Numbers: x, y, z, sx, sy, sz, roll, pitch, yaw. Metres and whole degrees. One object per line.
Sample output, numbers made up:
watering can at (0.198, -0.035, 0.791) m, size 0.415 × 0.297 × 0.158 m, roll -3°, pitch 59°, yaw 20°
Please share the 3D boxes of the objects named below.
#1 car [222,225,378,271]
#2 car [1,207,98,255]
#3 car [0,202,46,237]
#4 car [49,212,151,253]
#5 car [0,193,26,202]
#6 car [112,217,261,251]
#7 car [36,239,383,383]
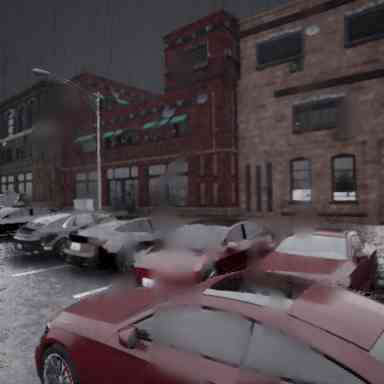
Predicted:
car at (2.771, 1.515, 7.186) m, size 2.002 × 1.452 × 4.674 m, roll 1°, pitch 0°, yaw 36°
car at (-3.774, 1.410, 12.111) m, size 2.231 × 1.521 × 4.892 m, roll 1°, pitch 0°, yaw 38°
car at (-8.162, 1.385, 15.573) m, size 2.163 × 1.488 × 4.792 m, roll 1°, pitch 0°, yaw 40°
car at (-1.589, 1.462, 10.472) m, size 2.163 × 1.488 × 4.792 m, roll 1°, pitch 0°, yaw 38°
car at (-12.359, 1.067, 19.072) m, size 2.435 × 2.045 × 5.566 m, roll 0°, pitch 0°, yaw 41°
car at (0.555, 1.485, 8.782) m, size 2.163 × 1.488 × 4.792 m, roll 1°, pitch 0°, yaw 37°
car at (0.440, 1.520, 3.137) m, size 4.674 × 1.442 × 1.812 m, roll 0°, pitch 0°, yaw 36°
